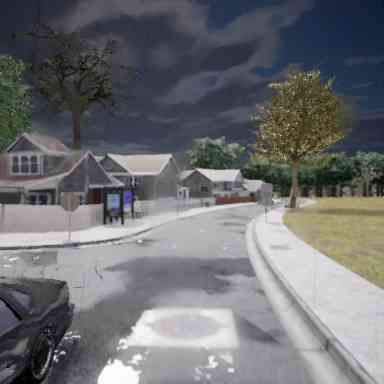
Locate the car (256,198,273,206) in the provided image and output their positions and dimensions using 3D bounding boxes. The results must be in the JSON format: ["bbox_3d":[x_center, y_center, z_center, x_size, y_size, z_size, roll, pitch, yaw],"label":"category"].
[{"bbox_3d":[13.234,1.627,60.685,2.097,1.767,4.553,1,0,29],"label":"car"}]

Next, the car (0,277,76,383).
[{"bbox_3d":[-2.697,1.570,2.672,2.033,1.411,5.357,0,-1,2],"label":"car"}]
